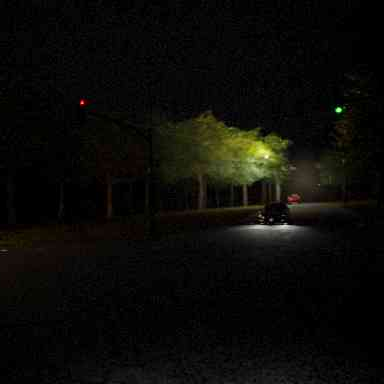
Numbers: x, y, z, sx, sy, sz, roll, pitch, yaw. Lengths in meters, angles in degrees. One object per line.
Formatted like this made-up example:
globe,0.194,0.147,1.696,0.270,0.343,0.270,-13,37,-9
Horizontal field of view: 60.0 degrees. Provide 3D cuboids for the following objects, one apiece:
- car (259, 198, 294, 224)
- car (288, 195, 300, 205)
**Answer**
car,6.188,1.559,24.593,1.837,1.490,4.892,-2,1,22
car,20.658,1.553,67.205,2.150,2.045,5.566,-2,-2,19
